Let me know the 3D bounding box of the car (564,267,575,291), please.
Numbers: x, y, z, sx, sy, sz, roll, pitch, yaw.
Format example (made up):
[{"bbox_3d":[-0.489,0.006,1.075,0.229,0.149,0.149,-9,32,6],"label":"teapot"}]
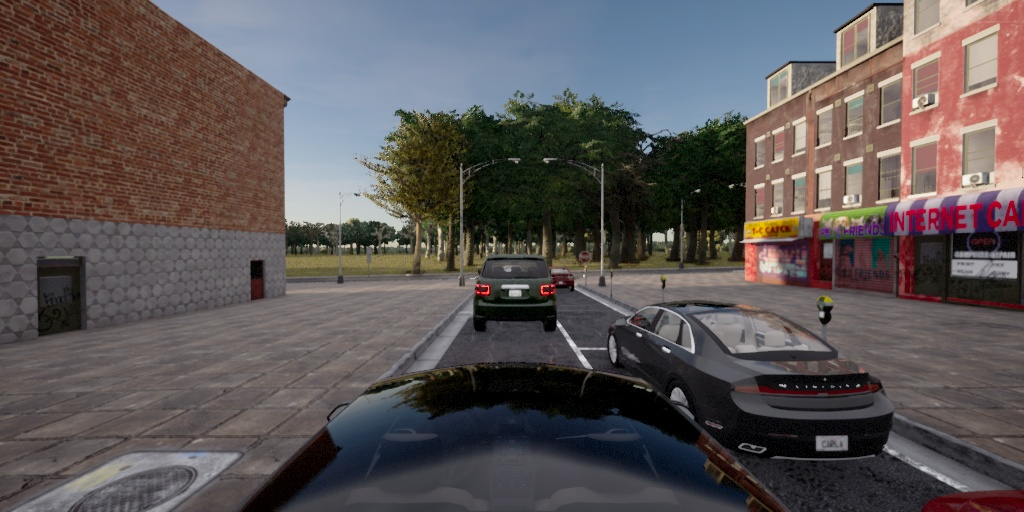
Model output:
[{"bbox_3d":[2.603,1.291,21.343,1.888,1.381,4.507,0,0,0],"label":"car"}]

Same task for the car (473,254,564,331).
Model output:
[{"bbox_3d":[0.084,0.968,11.092,2.150,2.045,5.566,0,0,0],"label":"car"}]

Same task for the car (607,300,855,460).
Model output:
[{"bbox_3d":[2.631,1.299,5.123,2.007,1.370,4.403,0,0,0],"label":"car"}]
